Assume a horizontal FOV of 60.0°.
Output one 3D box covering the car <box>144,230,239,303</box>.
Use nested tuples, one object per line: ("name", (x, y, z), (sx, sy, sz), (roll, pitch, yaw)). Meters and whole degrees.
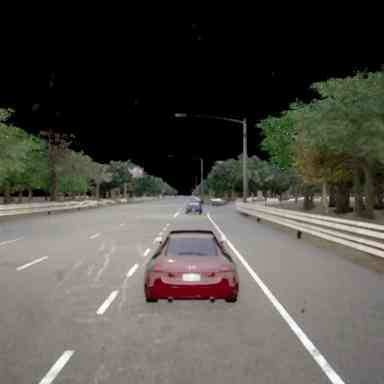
("car", (-0.013, 1.639, 8.428), (1.994, 1.385, 4.181), (0, -1, 0))

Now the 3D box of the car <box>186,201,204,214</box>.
("car", (0.372, 1.871, 40.334), (1.812, 1.442, 4.674), (0, -1, 5))

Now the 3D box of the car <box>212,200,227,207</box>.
("car", (5.269, 2.118, 62.636), (1.895, 1.301, 4.718), (0, -1, 21))
